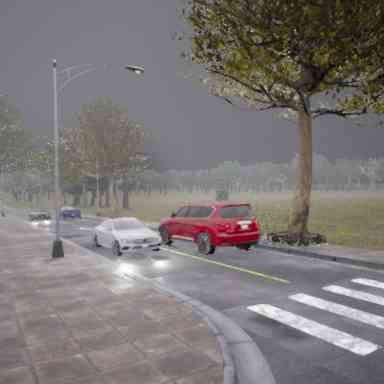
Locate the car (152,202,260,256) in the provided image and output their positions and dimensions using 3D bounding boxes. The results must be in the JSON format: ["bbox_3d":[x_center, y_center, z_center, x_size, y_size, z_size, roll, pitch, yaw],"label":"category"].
[{"bbox_3d":[0.531,1.455,14.642,2.150,2.045,5.566,-1,-1,-32],"label":"car"}]

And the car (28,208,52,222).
[{"bbox_3d":[-17.017,2.505,37.131,1.994,1.385,4.181,-1,-1,-32],"label":"car"}]

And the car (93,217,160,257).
[{"bbox_3d":[-3.045,1.852,14.798,1.812,1.442,4.674,-1,-1,-32],"label":"car"}]

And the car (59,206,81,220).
[{"bbox_3d":[-14.151,2.353,38.024,1.882,1.535,5.008,-1,-1,-32],"label":"car"}]
